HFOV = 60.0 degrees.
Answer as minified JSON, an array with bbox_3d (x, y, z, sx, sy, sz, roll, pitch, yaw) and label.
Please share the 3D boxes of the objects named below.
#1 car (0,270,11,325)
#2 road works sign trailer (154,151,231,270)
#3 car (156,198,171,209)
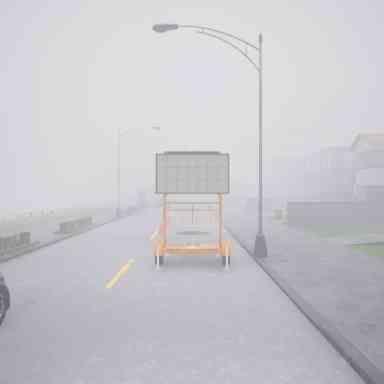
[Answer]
[{"bbox_3d":[-4.095,1.564,3.982,1.994,1.385,4.181,0,0,0],"label":"car"},{"bbox_3d":[0.016,0.464,10.994,2.380,3.560,2.880,0,0,0],"label":"road works sign trailer"},{"bbox_3d":[-3.928,1.546,46.338,2.033,1.411,5.357,0,0,0],"label":"car"}]
